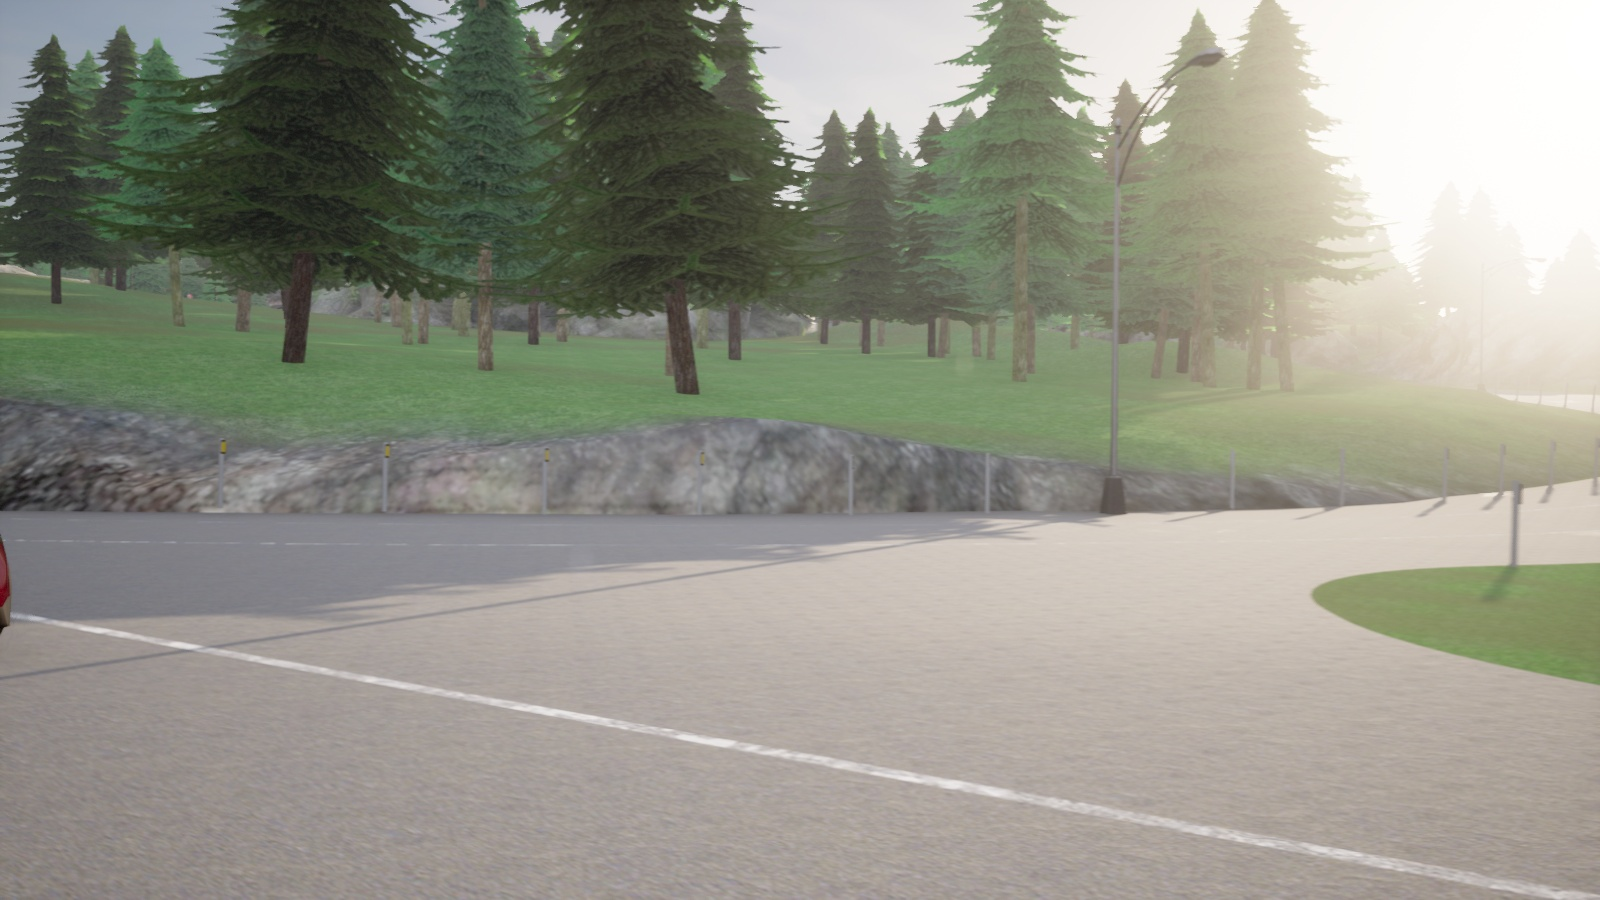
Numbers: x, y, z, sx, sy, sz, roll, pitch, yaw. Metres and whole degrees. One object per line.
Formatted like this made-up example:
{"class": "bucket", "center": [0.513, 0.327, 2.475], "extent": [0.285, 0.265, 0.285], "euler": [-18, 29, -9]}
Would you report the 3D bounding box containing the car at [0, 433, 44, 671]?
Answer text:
{"class": "car", "center": [-6.972, 0.647, 8.255], "extent": [3.806, 1.475, 1.970], "euler": [0, 1, 34]}
